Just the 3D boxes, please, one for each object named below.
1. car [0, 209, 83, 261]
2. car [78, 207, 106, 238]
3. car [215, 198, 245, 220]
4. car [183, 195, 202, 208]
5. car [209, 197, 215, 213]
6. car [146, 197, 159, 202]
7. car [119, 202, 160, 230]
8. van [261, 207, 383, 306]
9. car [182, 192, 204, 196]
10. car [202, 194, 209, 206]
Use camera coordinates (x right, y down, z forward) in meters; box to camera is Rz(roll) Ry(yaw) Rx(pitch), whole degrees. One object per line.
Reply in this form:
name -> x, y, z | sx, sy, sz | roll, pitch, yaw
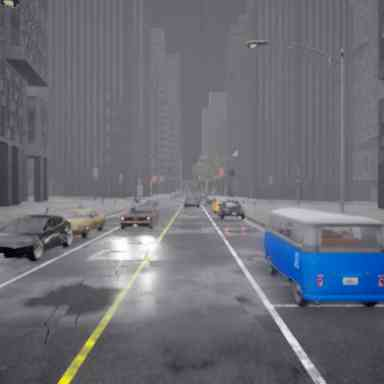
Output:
car -> -5.758, 1.520, 12.096 | 1.947, 1.339, 4.313 | 0, 0, 0
car -> -5.757, 1.460, 17.215 | 1.752, 1.417, 4.829 | 0, 0, 0
car -> 3.153, 1.425, 27.170 | 1.812, 1.442, 4.674 | 0, 0, 0
car -> 0.018, 1.418, 45.038 | 1.994, 1.385, 4.181 | 0, 0, 0
car -> 3.146, 1.352, 34.169 | 1.882, 1.535, 5.008 | 0, 0, 0
car -> -5.753, 1.377, 48.880 | 2.008, 1.369, 4.403 | 0, 0, 0
car -> -3.097, 1.524, 20.393 | 1.895, 1.301, 4.718 | 0, 0, 0
van -> 2.767, 1.311, 7.657 | 1.690, 1.788, 3.998 | 0, 0, 0
car -> 0.220, 1.175, 59.471 | 2.097, 1.767, 4.553 | 0, 1, 14
car -> 2.772, 1.377, 48.875 | 2.008, 1.369, 4.403 | 0, 0, 0
